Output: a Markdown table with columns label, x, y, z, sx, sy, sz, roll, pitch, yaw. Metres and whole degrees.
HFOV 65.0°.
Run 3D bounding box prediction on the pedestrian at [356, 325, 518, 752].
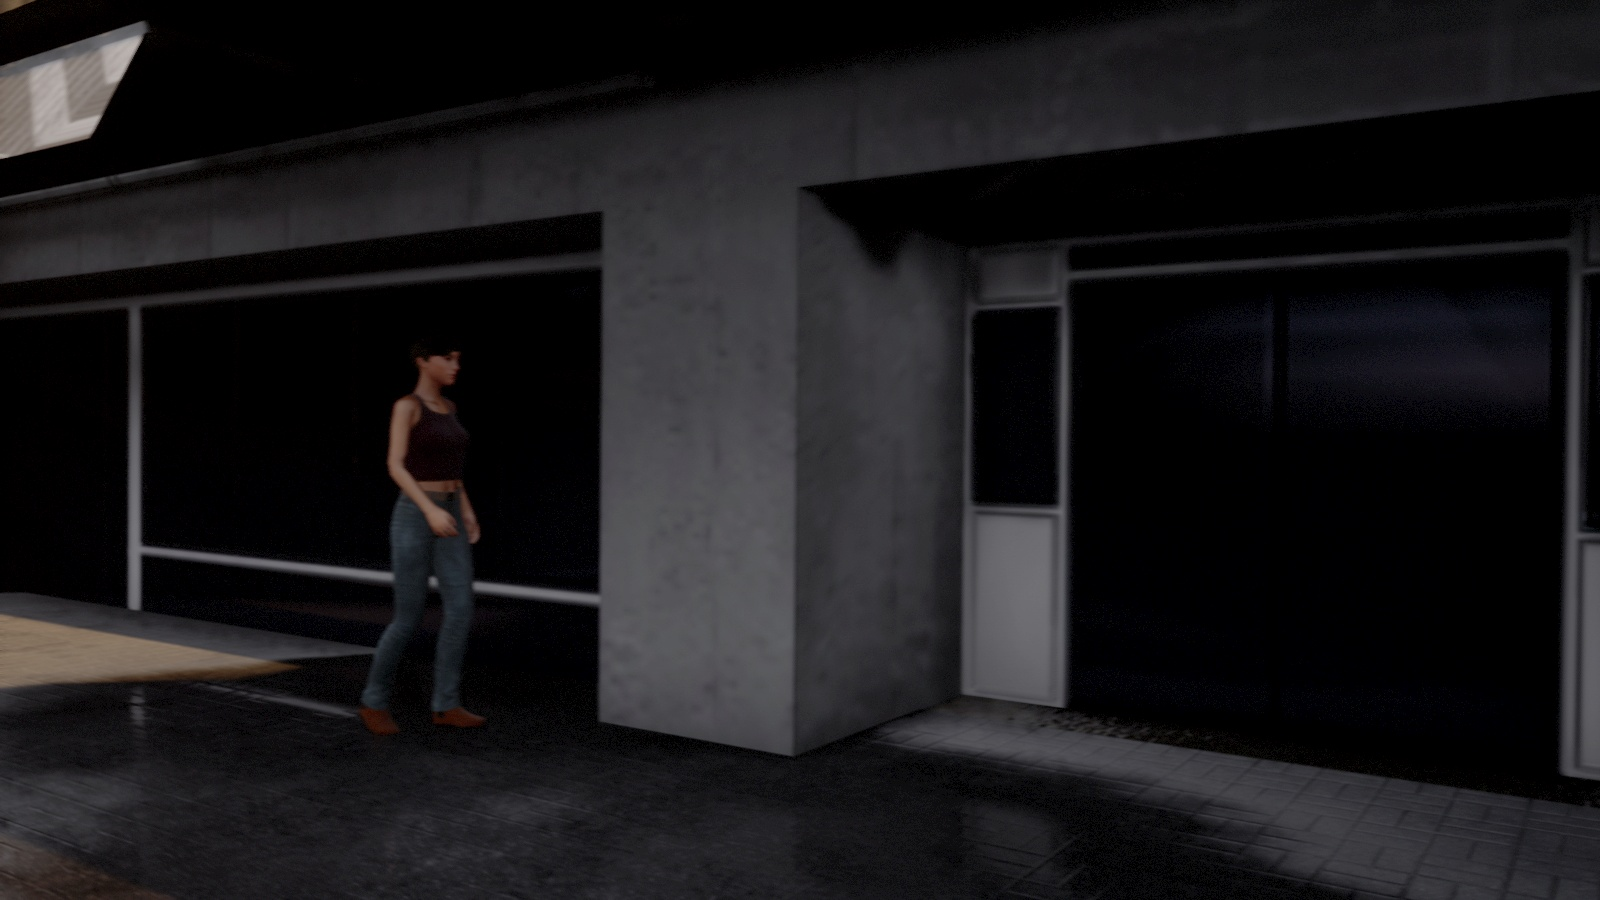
| label | x | y | z | sx | sy | sz | roll | pitch | yaw |
| --- | --- | --- | --- | --- | --- | --- | --- | --- | --- |
| pedestrian | -1.636 | 0.379 | 5.666 | 0.594 | 1.836 | 0.345 | 0 | 1 | 24 |

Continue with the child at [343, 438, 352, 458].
| label | x | y | z | sx | sy | sz | roll | pitch | yaw |
| --- | --- | --- | --- | --- | --- | --- | --- | --- | --- |
| child | -29.357 | -0.125 | 81.513 | 0.270 | 1.263 | 0.437 | 0 | 1 | 32 |
